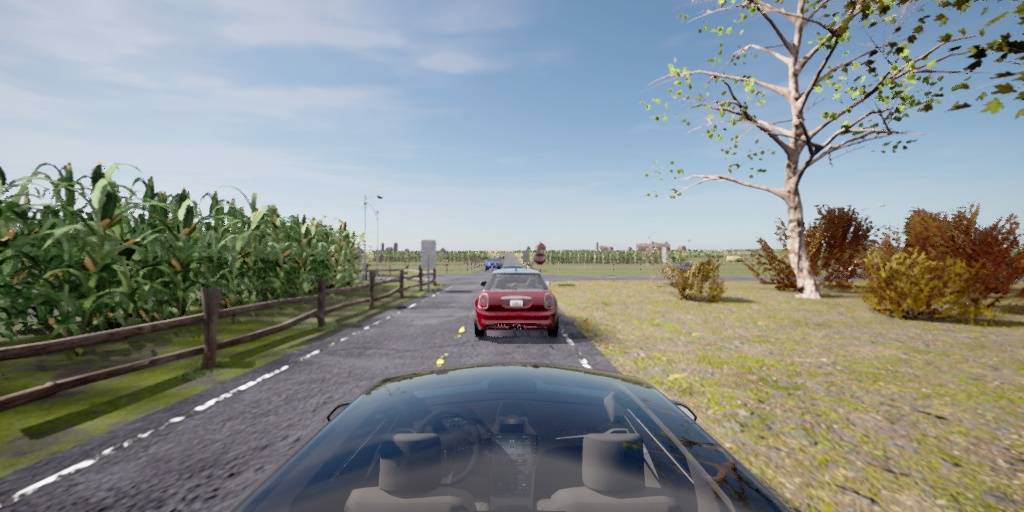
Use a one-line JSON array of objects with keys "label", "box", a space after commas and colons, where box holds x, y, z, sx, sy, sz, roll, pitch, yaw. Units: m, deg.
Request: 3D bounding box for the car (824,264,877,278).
[{"label": "car", "box": [35.081, 1.538, 37.131, 4.674, 1.442, 1.812, 0, 0, 0]}]

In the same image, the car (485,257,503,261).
[{"label": "car", "box": [-2.849, 1.187, 54.238, 2.150, 2.045, 5.566, 0, 0, 0]}]

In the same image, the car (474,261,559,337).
[{"label": "car", "box": [0.102, 1.150, 10.635, 2.097, 1.767, 4.553, 0, 0, 0]}]

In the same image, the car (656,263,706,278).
[{"label": "car", "box": [17.430, 1.467, 37.097, 4.892, 1.490, 1.837, 0, 0, 0]}]

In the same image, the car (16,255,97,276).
[{"label": "car", "box": [-46.766, 0.981, 36.887, 5.566, 2.045, 2.150, 0, 0, 0]}]
